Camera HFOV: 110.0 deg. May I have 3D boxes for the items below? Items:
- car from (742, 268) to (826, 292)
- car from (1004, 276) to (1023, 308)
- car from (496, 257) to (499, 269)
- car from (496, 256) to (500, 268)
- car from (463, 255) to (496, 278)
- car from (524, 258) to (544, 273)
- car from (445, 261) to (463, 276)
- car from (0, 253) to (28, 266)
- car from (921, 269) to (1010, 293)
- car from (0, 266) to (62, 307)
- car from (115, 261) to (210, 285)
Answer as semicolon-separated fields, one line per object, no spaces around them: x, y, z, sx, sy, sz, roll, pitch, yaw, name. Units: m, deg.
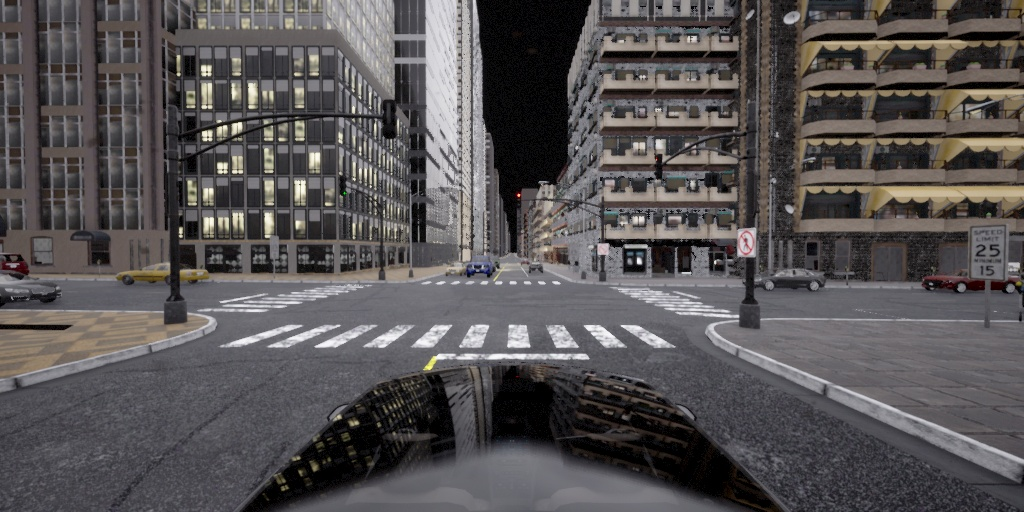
16.344;1.373;21.674;4.403;1.370;2.007;0;0;1;car
21.736;1.575;13.208;4.313;1.339;1.948;0;0;1;car
-3.017;1.211;44.793;1.882;1.535;5.008;0;0;0;car
-2.994;0.952;55.349;2.150;2.045;5.566;0;0;0;car
-3.042;0.958;34.661;2.150;2.045;5.566;0;0;0;car
2.762;1.285;42.170;2.007;1.370;4.403;0;0;0;car
-5.629;1.261;36.361;1.751;1.417;4.829;0;0;0;car
-33.577;0.710;22.468;5.009;1.841;2.192;0;0;1;car
27.409;1.459;21.499;4.507;1.381;1.888;0;0;1;car
-20.266;1.203;13.905;4.403;1.370;2.007;0;0;1;car
-21.631;1.027;22.241;4.829;1.417;1.751;0;0;1;car
